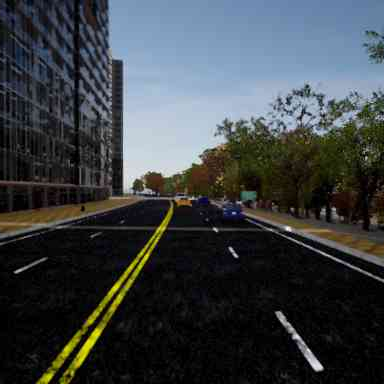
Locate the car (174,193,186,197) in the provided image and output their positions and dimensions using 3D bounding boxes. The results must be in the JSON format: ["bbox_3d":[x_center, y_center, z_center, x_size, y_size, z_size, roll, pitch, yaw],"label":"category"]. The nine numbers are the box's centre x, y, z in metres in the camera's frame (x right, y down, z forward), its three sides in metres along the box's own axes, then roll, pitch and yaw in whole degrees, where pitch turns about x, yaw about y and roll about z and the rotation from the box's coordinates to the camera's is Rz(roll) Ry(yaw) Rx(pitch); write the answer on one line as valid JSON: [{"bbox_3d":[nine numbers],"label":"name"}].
[{"bbox_3d":[-1.991,1.188,60.286,2.150,2.045,5.566,0,0,-4],"label":"car"}]

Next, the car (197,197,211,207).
[{"bbox_3d":[1.773,1.451,52.065,1.882,1.535,5.008,0,0,-3],"label":"car"}]

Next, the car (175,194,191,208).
[{"bbox_3d":[-1.219,1.457,48.570,1.882,1.535,5.008,0,0,-3],"label":"car"}]

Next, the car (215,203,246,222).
[{"bbox_3d":[2.916,1.540,25.920,2.033,1.411,5.357,0,0,-1],"label":"car"}]
